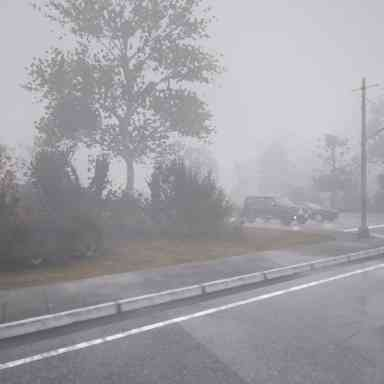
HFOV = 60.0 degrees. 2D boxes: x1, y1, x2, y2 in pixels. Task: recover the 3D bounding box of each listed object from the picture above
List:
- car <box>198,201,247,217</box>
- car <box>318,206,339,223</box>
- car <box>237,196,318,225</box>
[{"bbox_3d":[3.049,1.705,34.156,1.882,1.535,5.008,0,-1,-43],"label":"car"},{"bbox_3d":[9.236,1.565,26.845,1.882,1.535,5.008,0,-1,-39],"label":"car"},{"bbox_3d":[6.201,1.315,25.101,2.150,2.045,5.566,0,-1,-37],"label":"car"}]
